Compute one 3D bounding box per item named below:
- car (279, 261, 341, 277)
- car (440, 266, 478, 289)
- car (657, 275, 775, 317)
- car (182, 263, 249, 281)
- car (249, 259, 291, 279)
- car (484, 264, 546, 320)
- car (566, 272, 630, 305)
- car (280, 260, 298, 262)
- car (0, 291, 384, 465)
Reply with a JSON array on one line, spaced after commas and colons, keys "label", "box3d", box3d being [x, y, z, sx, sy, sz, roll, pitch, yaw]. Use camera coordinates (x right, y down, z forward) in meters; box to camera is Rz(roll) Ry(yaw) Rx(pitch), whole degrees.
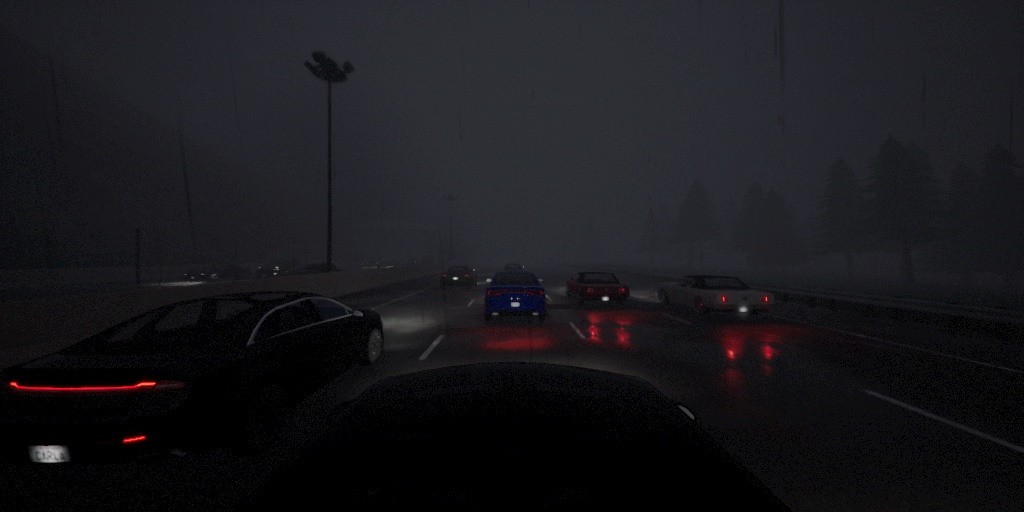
[{"label": "car", "box3d": [-14.101, 1.256, 25.803, 1.837, 1.490, 4.892, 0, 0, 0]}, {"label": "car", "box3d": [-3.399, 1.315, 23.504, 1.994, 1.385, 4.181, 0, 0, 0]}, {"label": "car", "box3d": [7.099, 1.352, 13.224, 1.895, 1.301, 4.718, 0, 0, 0]}, {"label": "car", "box3d": [-24.598, 1.298, 30.267, 2.033, 1.411, 5.357, 0, 0, 0]}, {"label": "car", "box3d": [-21.102, 1.103, 32.798, 2.097, 1.767, 4.553, 0, 0, 0]}, {"label": "car", "box3d": [0.098, 1.228, 12.678, 1.882, 1.535, 5.008, 0, 0, 0]}, {"label": "car", "box3d": [3.599, 1.352, 16.018, 1.895, 1.301, 4.718, 0, 0, 0]}, {"label": "car", "box3d": [-17.599, 1.277, 31.213, 1.812, 1.442, 4.674, 0, 0, 0]}, {"label": "car", "box3d": [-3.399, 1.242, 5.063, 2.128, 1.511, 4.902, 0, 0, 0]}]
